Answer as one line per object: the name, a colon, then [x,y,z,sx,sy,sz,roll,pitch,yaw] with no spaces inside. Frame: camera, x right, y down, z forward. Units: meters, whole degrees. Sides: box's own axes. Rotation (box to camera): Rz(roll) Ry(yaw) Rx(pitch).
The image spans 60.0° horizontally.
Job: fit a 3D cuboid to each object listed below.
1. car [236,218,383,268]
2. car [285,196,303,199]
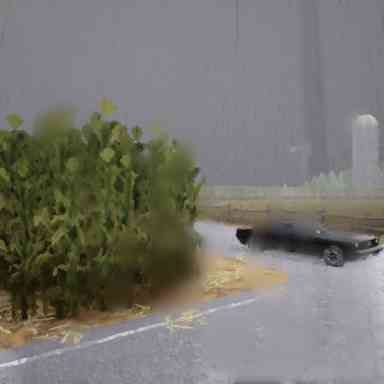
car: [3.864,1.600,11.603,1.895,1.301,4.718,0,0,-40]
car: [23.239,1.550,75.393,4.181,1.385,1.994,0,0,-5]
